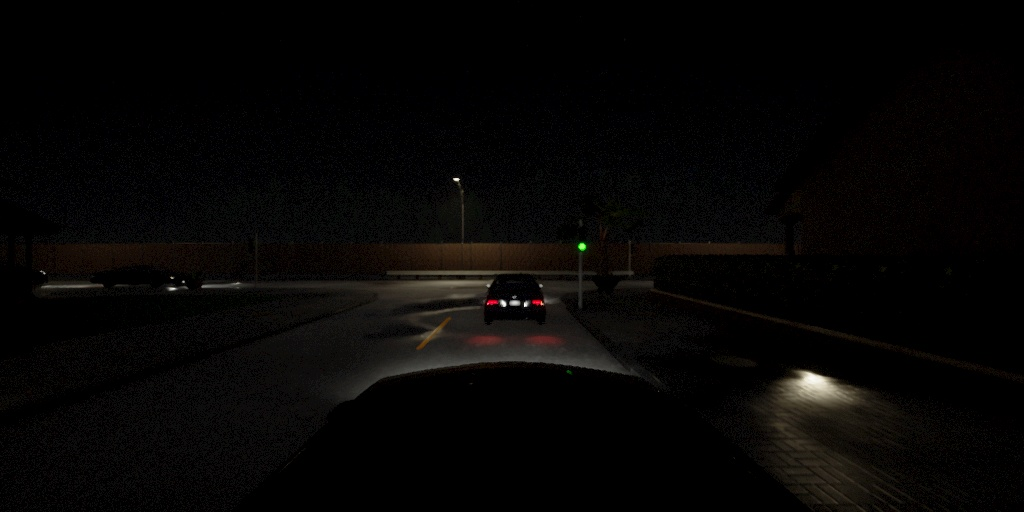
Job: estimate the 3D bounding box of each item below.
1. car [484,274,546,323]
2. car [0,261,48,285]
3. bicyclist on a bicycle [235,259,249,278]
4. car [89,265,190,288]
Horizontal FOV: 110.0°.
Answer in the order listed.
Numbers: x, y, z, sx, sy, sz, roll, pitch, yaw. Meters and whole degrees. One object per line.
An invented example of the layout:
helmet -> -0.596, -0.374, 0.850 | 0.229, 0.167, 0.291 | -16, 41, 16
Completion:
car -> 0.087, 1.296, 12.040 | 2.033, 1.411, 5.357 | 0, 0, 0
car -> -33.576, 1.099, 23.430 | 4.553, 1.767, 2.097 | 0, 0, 0
bicyclist on a bicycle -> -23.992, 1.094, 31.825 | 0.582, 1.620, 1.656 | 0, 0, 0
car -> -24.095, 1.294, 23.427 | 5.357, 1.411, 2.033 | 0, 0, 0
